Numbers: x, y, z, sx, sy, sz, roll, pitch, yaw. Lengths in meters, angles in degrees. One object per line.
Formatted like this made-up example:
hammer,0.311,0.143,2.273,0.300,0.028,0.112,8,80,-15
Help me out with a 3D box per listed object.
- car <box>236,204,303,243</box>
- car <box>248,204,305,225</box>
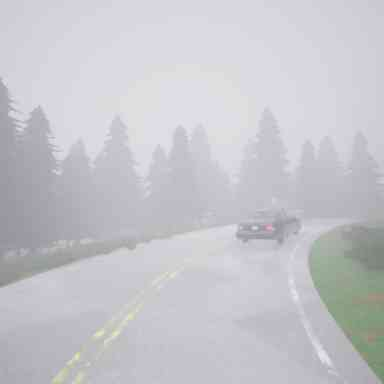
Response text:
car,3.700,1.458,15.483,2.033,1.411,5.357,-3,-1,28
car,6.290,1.587,24.544,1.895,1.301,4.718,-5,-3,45
